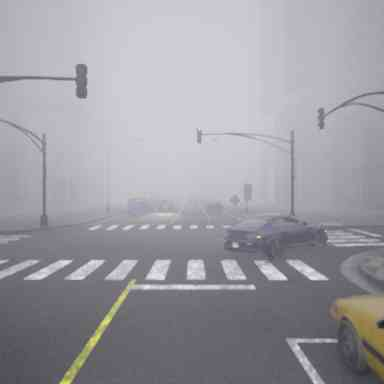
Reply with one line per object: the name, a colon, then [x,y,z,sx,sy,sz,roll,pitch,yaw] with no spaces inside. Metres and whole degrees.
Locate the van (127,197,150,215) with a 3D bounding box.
van: [-5.776,1.460,35.225,1.690,1.788,3.998,0,0,0]

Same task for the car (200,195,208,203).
car: [2.779,1.730,57.476,1.752,1.417,4.829,0,0,0]

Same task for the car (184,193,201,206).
car: [0.066,1.569,60.767,2.097,1.767,4.553,0,0,0]

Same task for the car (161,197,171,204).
car: [-5.765,1.820,73.898,2.008,1.369,4.403,0,0,0]

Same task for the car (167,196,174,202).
car: [-5.760,1.860,90.303,1.752,1.417,4.829,0,0,0]

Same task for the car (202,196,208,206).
car: [2.781,1.705,46.255,1.887,1.381,4.507,0,0,0]

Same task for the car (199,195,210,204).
car: [2.777,1.584,73.883,2.192,1.841,5.009,0,0,0]

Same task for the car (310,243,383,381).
car: [2.767,1.534,2.807,1.752,1.417,4.829,0,0,0]

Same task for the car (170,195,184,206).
car: [-3.008,1.746,61.681,1.812,1.442,4.674,0,0,0]

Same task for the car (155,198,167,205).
car: [-5.768,1.808,62.849,1.802,1.307,4.206,0,0,0]

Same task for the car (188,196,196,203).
car: [0.008,1.630,70.445,1.812,1.442,4.674,0,0,0]

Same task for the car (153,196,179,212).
car: [-3.087,1.631,40.799,2.128,1.511,4.902,0,0,0]

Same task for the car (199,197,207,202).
car: [2.777,1.864,84.933,2.008,1.369,4.403,0,0,0]

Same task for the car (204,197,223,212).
car: [2.781,1.684,40.730,1.887,1.381,4.507,0,0,0]

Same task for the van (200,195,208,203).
van: [2.776,1.632,79.408,1.690,1.788,3.998,0,0,0]

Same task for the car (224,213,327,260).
car: [3.209,1.524,12.631,4.674,1.442,1.812,-3,0,-40]

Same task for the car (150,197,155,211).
car: [-5.774,1.684,40.749,1.887,1.381,4.507,0,0,0]

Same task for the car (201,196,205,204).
car: [2.780,1.726,51.781,1.887,1.381,4.507,0,0,0]
